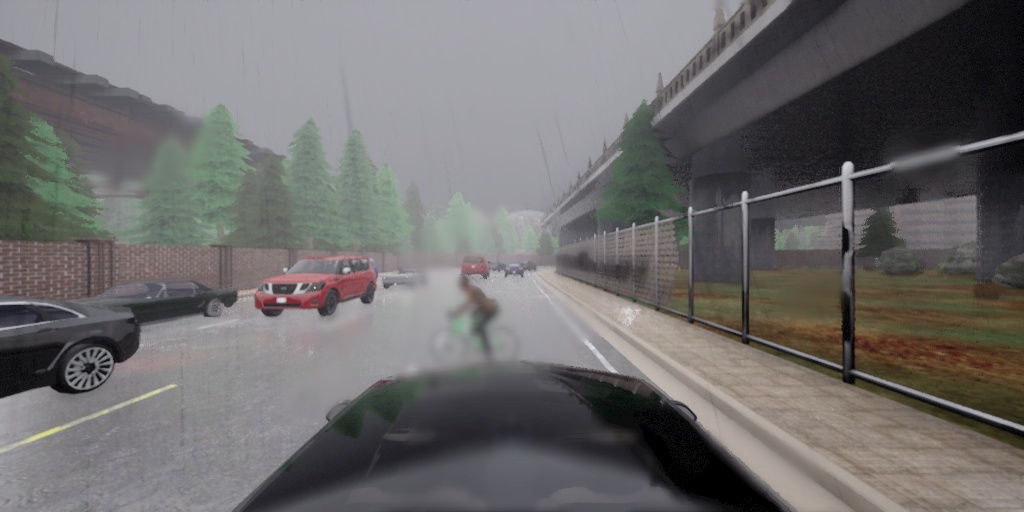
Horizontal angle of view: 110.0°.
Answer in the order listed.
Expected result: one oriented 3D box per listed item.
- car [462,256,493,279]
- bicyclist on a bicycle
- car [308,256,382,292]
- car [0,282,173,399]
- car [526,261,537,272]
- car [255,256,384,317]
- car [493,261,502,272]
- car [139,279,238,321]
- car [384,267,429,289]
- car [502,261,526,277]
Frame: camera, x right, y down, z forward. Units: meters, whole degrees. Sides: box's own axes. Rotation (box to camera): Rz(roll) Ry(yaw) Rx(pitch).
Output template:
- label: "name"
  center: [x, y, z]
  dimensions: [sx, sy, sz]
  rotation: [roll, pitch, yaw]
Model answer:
- label: "car"
  center: [-3.321, 1.074, 33.779]
  dimensions: [2.150, 2.045, 5.566]
  rotation: [0, -1, 1]
- label: "bicyclist on a bicycle"
  center: [-0.693, 1.217, 6.619]
  dimensions: [1.656, 1.620, 0.582]
  rotation: [-2, 0, 0]
- label: "car"
  center: [-10.518, 1.043, 23.165]
  dimensions: [2.150, 2.045, 5.566]
  rotation: [0, 0, 1]
- label: "car"
  center: [-7.104, 1.249, 3.885]
  dimensions: [2.128, 1.511, 4.902]
  rotation: [0, 0, 0]
- label: "car"
  center: [2.171, 1.416, 50.346]
  dimensions: [1.837, 1.490, 4.892]
  rotation: [0, 0, 19]
- label: "car"
  center: [-7.068, 1.011, 13.744]
  dimensions: [2.150, 2.045, 5.566]
  rotation: [0, 0, 0]
- label: "car"
  center: [-2.066, 1.397, 48.617]
  dimensions: [2.128, 1.511, 4.902]
  rotation: [0, 0, 15]
- label: "car"
  center: [-10.579, 1.379, 10.356]
  dimensions: [1.895, 1.301, 4.718]
  rotation: [0, 0, 0]
- label: "car"
  center: [-7.014, 1.424, 23.930]
  dimensions: [1.895, 1.301, 4.718]
  rotation: [0, 0, 0]
- label: "car"
  center: [0.228, 1.392, 36.748]
  dimensions: [1.812, 1.442, 4.674]
  rotation: [0, 0, 0]
